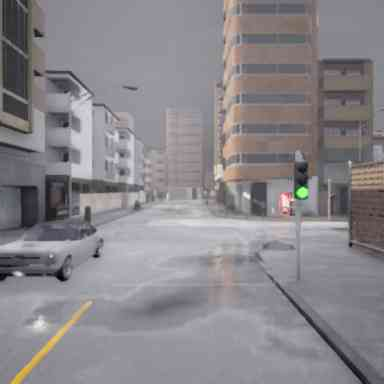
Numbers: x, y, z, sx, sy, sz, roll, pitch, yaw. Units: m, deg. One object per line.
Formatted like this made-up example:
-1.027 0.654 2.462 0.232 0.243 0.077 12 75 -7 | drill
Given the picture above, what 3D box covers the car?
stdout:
-3.999 1.581 9.882 1.895 1.301 4.718 0 0 0 | car
